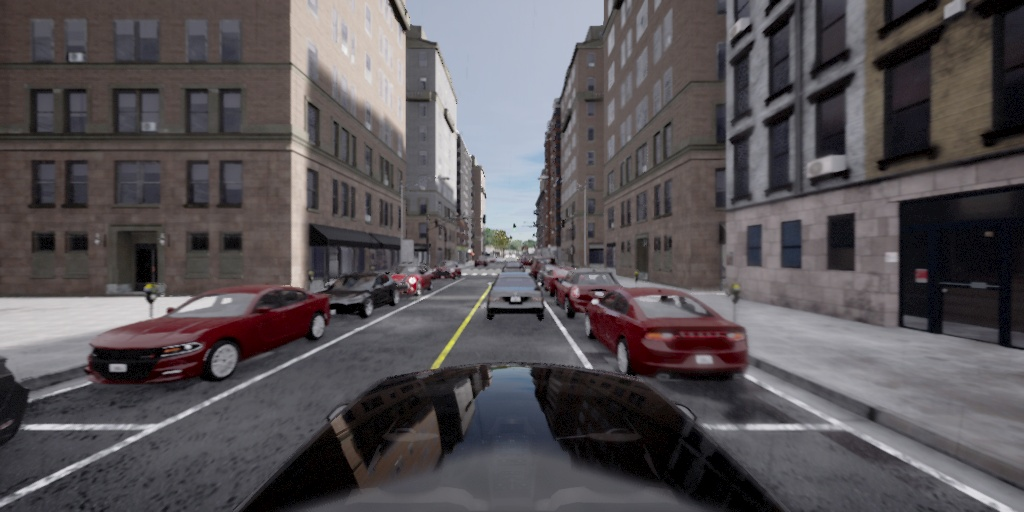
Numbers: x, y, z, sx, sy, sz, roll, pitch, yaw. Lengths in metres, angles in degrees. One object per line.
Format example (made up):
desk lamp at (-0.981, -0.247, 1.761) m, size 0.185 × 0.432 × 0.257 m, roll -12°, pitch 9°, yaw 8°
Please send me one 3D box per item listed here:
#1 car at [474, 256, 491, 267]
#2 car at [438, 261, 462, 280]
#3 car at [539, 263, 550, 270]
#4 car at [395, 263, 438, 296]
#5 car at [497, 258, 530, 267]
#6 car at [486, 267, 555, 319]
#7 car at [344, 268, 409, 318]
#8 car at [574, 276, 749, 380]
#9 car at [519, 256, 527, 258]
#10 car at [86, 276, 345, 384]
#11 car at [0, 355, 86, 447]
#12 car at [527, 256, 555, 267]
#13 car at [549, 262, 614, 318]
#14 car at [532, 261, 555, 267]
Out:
car at (-5.407, 0.914, 62.441) m, size 2.192 × 1.841 × 5.009 m, roll 0°, pitch 0°, yaw 0°
car at (-5.382, 1.121, 29.882) m, size 1.967 × 1.591 × 4.097 m, roll 0°, pitch 0°, yaw 0°
car at (2.641, 1.254, 18.516) m, size 1.888 × 1.381 × 4.507 m, roll 0°, pitch 0°, yaw 0°
car at (-5.384, 1.149, 18.517) m, size 1.967 × 1.591 × 4.097 m, roll 0°, pitch 0°, yaw 0°
car at (0.105, 1.175, 29.091) m, size 2.128 × 1.511 × 4.902 m, roll 0°, pitch 0°, yaw 0°
car at (0.104, 1.270, 12.646) m, size 2.033 × 1.411 × 5.357 m, roll 0°, pitch 0°, yaw 0°
car at (-5.385, 1.289, 12.835) m, size 1.948 × 1.339 × 4.313 m, roll 0°, pitch 0°, yaw 0°
car at (2.639, 1.282, 7.152) m, size 1.888 × 1.381 × 4.507 m, roll 0°, pitch 0°, yaw 0°
car at (2.711, 0.928, 56.937) m, size 2.192 × 1.841 × 5.009 m, roll 0°, pitch 0°, yaw 0°
car at (-5.386, 1.282, 7.153) m, size 1.888 × 1.381 × 4.507 m, roll 0°, pitch 0°, yaw 0°
car at (-5.387, 1.301, 1.470) m, size 2.007 × 1.370 × 4.403 m, roll 0°, pitch 0°, yaw 0°
car at (2.643, 0.996, 29.881) m, size 2.192 × 1.841 × 5.009 m, roll 0°, pitch 0°, yaw 0°
car at (2.640, 1.163, 12.834) m, size 1.967 × 1.591 × 4.097 m, roll 0°, pitch 0°, yaw 0°
car at (2.642, 1.246, 24.199) m, size 2.007 × 1.370 × 4.403 m, roll 0°, pitch 0°, yaw 0°
